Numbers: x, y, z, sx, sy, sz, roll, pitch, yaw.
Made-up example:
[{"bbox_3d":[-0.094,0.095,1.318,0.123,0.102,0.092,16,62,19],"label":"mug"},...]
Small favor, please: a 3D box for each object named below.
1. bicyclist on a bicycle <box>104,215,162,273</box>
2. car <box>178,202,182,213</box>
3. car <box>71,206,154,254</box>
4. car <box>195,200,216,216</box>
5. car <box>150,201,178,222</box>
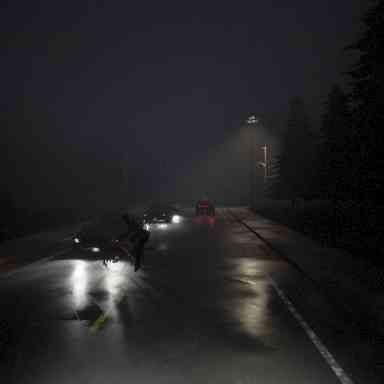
[{"bbox_3d":[-1.680,1.454,9.324,1.656,1.620,0.582,-2,0,2],"label":"bicyclist on a bicycle"},{"bbox_3d":[-2.222,1.601,35.712,1.895,1.301,4.718,0,0,3],"label":"car"},{"bbox_3d":[-3.138,1.547,13.820,2.033,1.411,5.357,0,0,2],"label":"car"},{"bbox_3d":[1.290,1.491,32.588,2.128,1.511,4.902,0,0,2],"label":"car"},{"bbox_3d":[-2.553,1.547,26.370,2.033,1.411,5.357,0,0,2],"label":"car"}]
